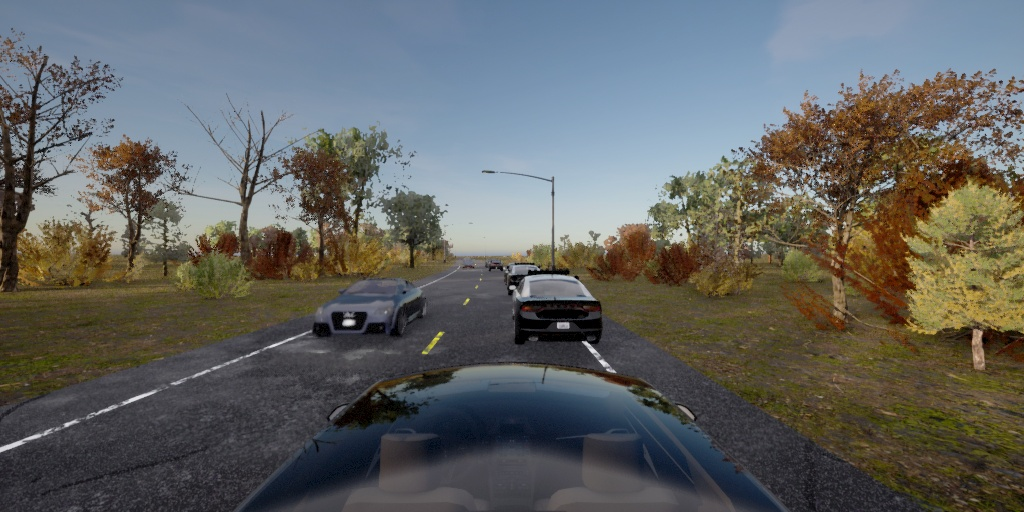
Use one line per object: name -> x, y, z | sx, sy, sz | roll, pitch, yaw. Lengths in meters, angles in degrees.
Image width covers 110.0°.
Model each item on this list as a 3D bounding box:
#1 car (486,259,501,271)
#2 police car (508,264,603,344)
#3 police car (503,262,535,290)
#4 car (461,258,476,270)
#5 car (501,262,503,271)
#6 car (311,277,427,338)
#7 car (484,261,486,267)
car -> -2.169, 1.234, 47.337 | 1.837, 1.490, 4.892 | 0, 0, -5
police car -> 0.969, 1.174, 9.695 | 1.930, 1.638, 5.238 | 0, 0, -1
police car -> 0.679, 1.170, 19.747 | 1.930, 1.638, 5.238 | 0, 0, -2
car -> -6.358, 1.272, 52.482 | 2.033, 1.411, 5.357 | 0, 0, -6
car -> 0.413, 1.217, 25.665 | 1.882, 1.535, 5.008 | 0, 0, -3
car -> -3.725, 1.313, 10.091 | 1.994, 1.385, 4.181 | 0, 0, -1
car -> -3.516, 1.209, 60.227 | 2.128, 1.511, 4.902 | 0, 0, -7
